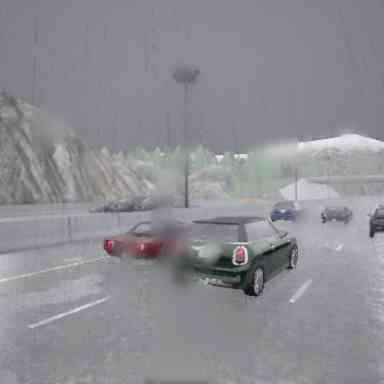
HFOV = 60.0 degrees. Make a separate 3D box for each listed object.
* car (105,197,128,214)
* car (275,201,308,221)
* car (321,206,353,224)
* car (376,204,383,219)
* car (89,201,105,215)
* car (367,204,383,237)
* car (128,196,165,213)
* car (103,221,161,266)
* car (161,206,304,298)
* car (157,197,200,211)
[{"bbox_3d":[-6.640,1.517,37.300,2.150,2.045,5.566,0,-1,30],"label":"car"},{"bbox_3d":[8.057,1.556,27.383,2.097,1.767,4.553,0,0,30],"label":"car"},{"bbox_3d":[11.761,1.796,26.781,1.895,1.301,4.718,0,-1,30],"label":"car"},{"bbox_3d":[18.793,1.828,31.866,1.895,1.301,4.718,0,0,30],"label":"car"},{"bbox_3d":[-9.794,1.802,38.835,2.128,1.511,4.902,0,-1,30],"label":"car"},{"bbox_3d":[10.906,1.634,18.398,1.837,1.490,4.892,0,-1,30],"label":"car"},{"bbox_3d":[-3.826,1.498,35.180,2.150,2.045,5.566,0,-1,30],"label":"car"},{"bbox_3d":[-0.879,1.696,12.144,1.895,1.301,4.718,0,-1,31],"label":"car"},{"bbox_3d":[1.394,1.422,9.145,2.097,1.767,4.553,0,0,31],"label":"car"},{"bbox_3d":[-1.002,1.609,33.071,2.097,1.767,4.553,0,-1,30],"label":"car"}]
